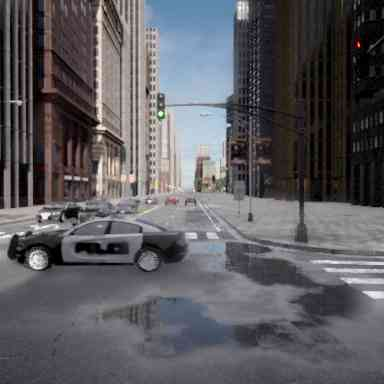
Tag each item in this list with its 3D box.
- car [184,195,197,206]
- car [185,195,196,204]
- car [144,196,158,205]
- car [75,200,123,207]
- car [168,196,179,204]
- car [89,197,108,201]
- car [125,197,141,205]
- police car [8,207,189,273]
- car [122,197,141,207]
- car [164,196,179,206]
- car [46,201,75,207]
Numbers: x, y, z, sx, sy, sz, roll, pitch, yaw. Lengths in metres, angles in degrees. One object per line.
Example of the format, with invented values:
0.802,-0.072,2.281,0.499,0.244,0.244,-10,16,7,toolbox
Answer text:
-0.212,1.430,53.924,1.837,1.490,4.892,0,0,0,car
-0.252,1.393,64.342,2.128,1.511,4.902,0,0,0,car
-6.760,1.411,55.307,2.128,1.511,4.902,0,0,0,car
-6.681,1.537,24.355,1.994,1.385,4.181,0,0,0,car
-3.502,1.501,64.360,1.895,1.301,4.718,0,0,0,car
-9.981,1.307,35.115,2.097,1.767,4.553,0,0,0,car
-10.001,1.516,56.778,1.895,1.301,4.718,0,0,0,car
-2.721,1.409,10.075,5.238,1.638,1.930,0,0,0,police car
-6.731,1.505,34.661,2.033,1.411,5.357,0,0,-1,car
-3.464,1.448,54.294,1.812,1.442,4.674,0,0,0,car
-9.890,1.463,25.104,2.128,1.511,4.902,0,0,3,car
